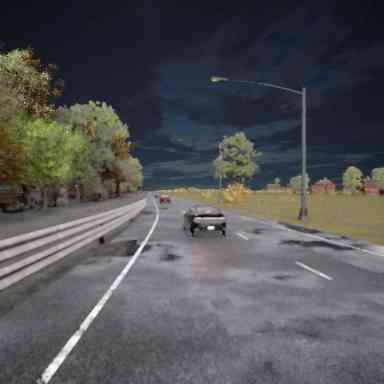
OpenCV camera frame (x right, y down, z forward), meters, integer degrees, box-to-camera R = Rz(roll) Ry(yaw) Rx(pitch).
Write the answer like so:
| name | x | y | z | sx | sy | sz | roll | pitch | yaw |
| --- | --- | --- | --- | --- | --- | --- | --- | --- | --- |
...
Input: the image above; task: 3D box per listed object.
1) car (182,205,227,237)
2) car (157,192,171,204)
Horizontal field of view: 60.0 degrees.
| name | x | y | z | sx | sy | sz | roll | pitch | yaw |
| --- | --- | --- | --- | --- | --- | --- | --- | --- | --- |
| car | 0.584 | 1.456 | 17.951 | 2.128 | 1.511 | 4.902 | 0 | 0 | -7 |
| car | -4.962 | 1.310 | 60.885 | 1.882 | 1.535 | 5.008 | 0 | 0 | -7 |
